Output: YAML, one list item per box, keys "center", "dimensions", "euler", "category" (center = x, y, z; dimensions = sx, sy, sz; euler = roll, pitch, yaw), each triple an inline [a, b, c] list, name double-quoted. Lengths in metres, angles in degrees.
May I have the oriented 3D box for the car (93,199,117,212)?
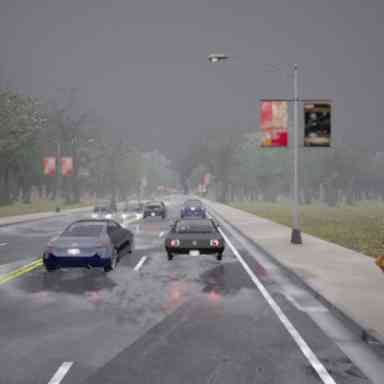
- center: [-9.845, 1.608, 38.050]
  dimensions: [1.837, 1.490, 4.892]
  euler: [0, 0, 0]
  category: "car"

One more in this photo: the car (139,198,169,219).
- center: [-3.158, 1.563, 29.449]
  dimensions: [1.837, 1.490, 4.892]
  euler: [0, 0, 0]
  category: "car"

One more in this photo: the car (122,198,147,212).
- center: [-6.595, 1.627, 37.773]
  dimensions: [1.812, 1.442, 4.674]
  euler: [0, 0, 0]
  category: "car"

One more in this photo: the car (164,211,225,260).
- center: [0.091, 1.604, 12.475]
  dimensions: [1.895, 1.301, 4.718]
  euler: [0, 0, 0]
  category: "car"

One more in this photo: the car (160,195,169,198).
- center: [-6.507, 1.330, 79.048]
  dimensions: [2.097, 1.767, 4.553]
  euler: [0, 0, 0]
  category: "car"

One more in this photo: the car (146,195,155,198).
- center: [-9.758, 1.453, 79.015]
  dimensions: [1.882, 1.535, 5.008]
  euler: [0, 0, 0]
  category: "car"

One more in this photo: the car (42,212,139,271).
- center: [-3.165, 1.567, 10.943]
  dimensions: [1.994, 1.385, 4.181]
  euler: [0, 0, 0]
  category: "car"

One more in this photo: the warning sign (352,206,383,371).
- center: [2.843, 1.115, 4.013]
  dimensions: [1.300, 1.860, 1.060]
  euler: [0, 0, 0]
  category: "warning sign"

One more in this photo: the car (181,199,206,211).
- center: [0.090, 1.408, 29.052]
  dimensions: [2.097, 1.767, 4.553]
  euler: [0, 0, 0]
  category: "car"
